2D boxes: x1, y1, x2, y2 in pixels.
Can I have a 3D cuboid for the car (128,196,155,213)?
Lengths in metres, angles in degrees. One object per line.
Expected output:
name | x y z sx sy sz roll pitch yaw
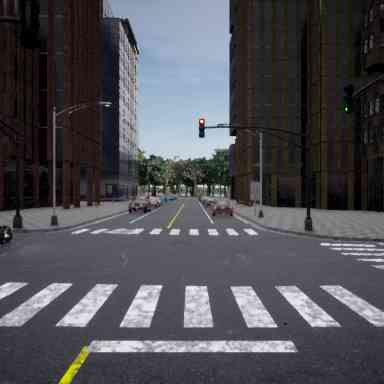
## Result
car | -5.755 1.321 37.165 2.192 1.841 5.009 0 0 0

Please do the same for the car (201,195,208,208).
car | 2.773 1.560 48.038 2.008 1.369 4.403 0 0 0

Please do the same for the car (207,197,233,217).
car | 2.769 1.444 31.726 1.967 1.590 4.097 0 0 0

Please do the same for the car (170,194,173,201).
car | -5.747 1.571 69.791 2.008 1.369 4.403 0 0 0

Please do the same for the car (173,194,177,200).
car | -5.744 1.597 86.103 1.947 1.339 4.313 0 0 0

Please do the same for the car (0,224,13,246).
car | -8.891 1.417 12.089 4.181 1.385 1.994 1 0 -12

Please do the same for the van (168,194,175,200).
van | -5.743 1.376 91.541 1.690 1.788 3.998 0 0 0

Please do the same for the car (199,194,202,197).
car | 2.777 1.542 64.521 1.752 1.417 4.829 0 0 0

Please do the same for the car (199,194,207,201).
car | 2.775 1.559 58.914 1.887 1.381 4.507 0 0 0

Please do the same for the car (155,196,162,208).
car | -5.752 1.591 48.040 1.802 1.307 4.206 0 0 0

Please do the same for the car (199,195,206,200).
car | 2.782 1.560 91.709 1.752 1.417 4.829 0 0 0

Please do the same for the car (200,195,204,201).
car | 2.774 1.556 53.476 1.887 1.381 4.507 0 0 0

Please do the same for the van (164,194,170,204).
van | -5.749 1.358 64.353 1.690 1.788 3.998 0 0 0

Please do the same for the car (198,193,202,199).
car | 2.779 1.548 75.396 1.752 1.417 4.829 0 0 0

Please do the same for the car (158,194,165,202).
car | -5.751 1.537 53.308 1.752 1.417 4.829 0 0 0
